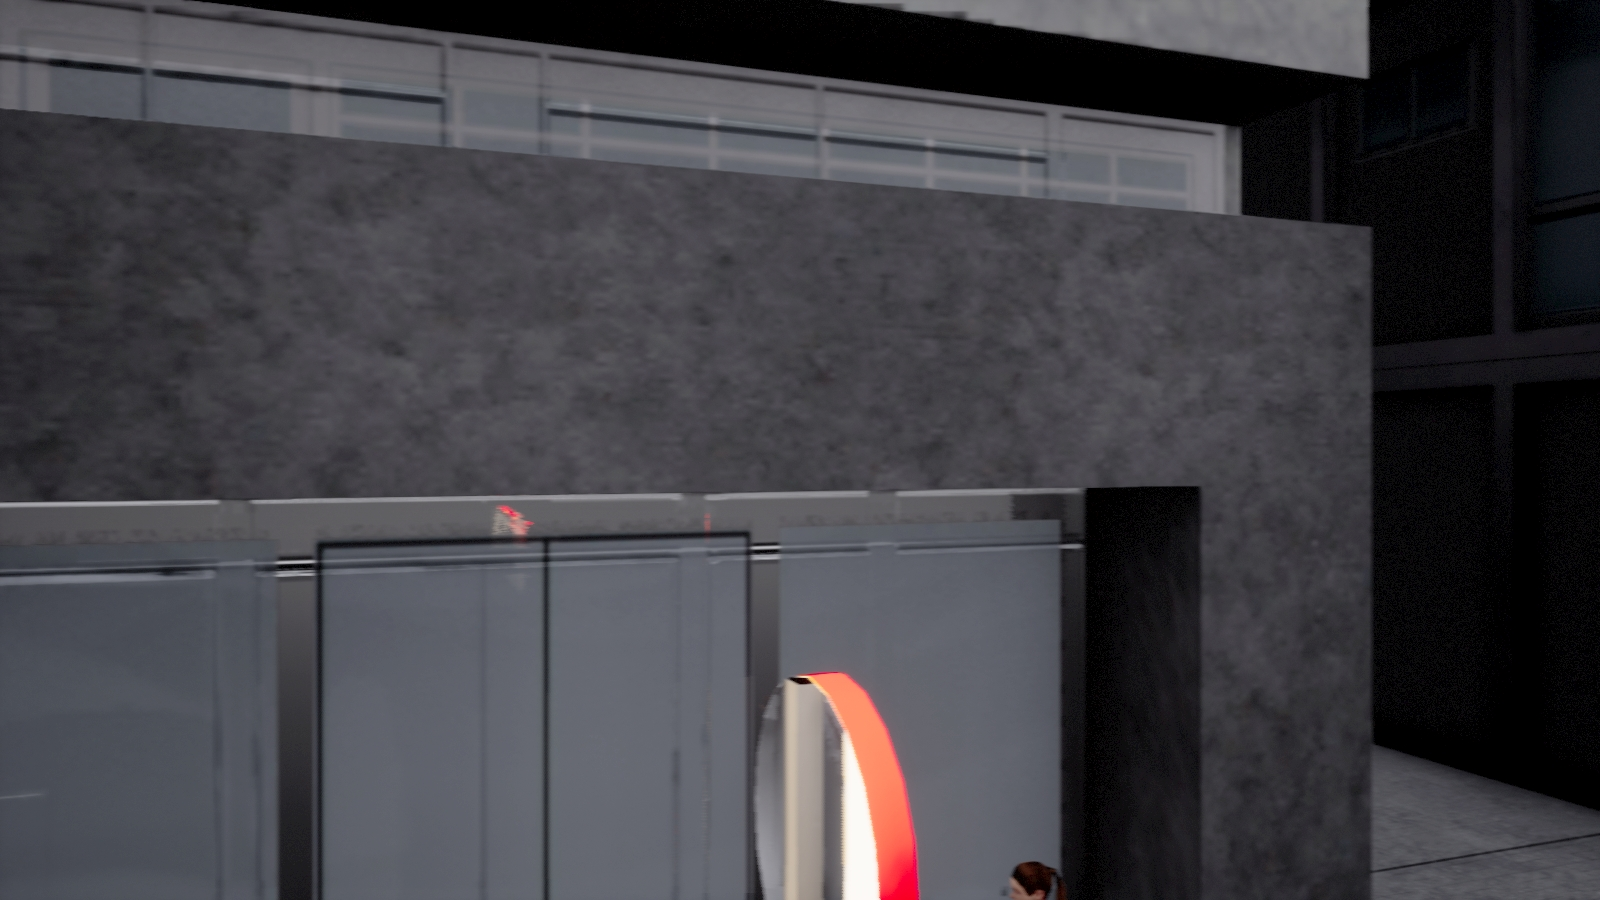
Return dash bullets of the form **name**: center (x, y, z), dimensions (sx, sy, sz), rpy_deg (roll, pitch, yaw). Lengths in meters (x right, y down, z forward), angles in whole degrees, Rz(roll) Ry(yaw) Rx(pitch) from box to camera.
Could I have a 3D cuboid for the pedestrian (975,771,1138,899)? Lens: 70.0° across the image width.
- **pedestrian**: center (1.004, 1.903, 4.544), dimensions (0.500, 1.100, 0.500), rpy_deg (0, 0, -6)
